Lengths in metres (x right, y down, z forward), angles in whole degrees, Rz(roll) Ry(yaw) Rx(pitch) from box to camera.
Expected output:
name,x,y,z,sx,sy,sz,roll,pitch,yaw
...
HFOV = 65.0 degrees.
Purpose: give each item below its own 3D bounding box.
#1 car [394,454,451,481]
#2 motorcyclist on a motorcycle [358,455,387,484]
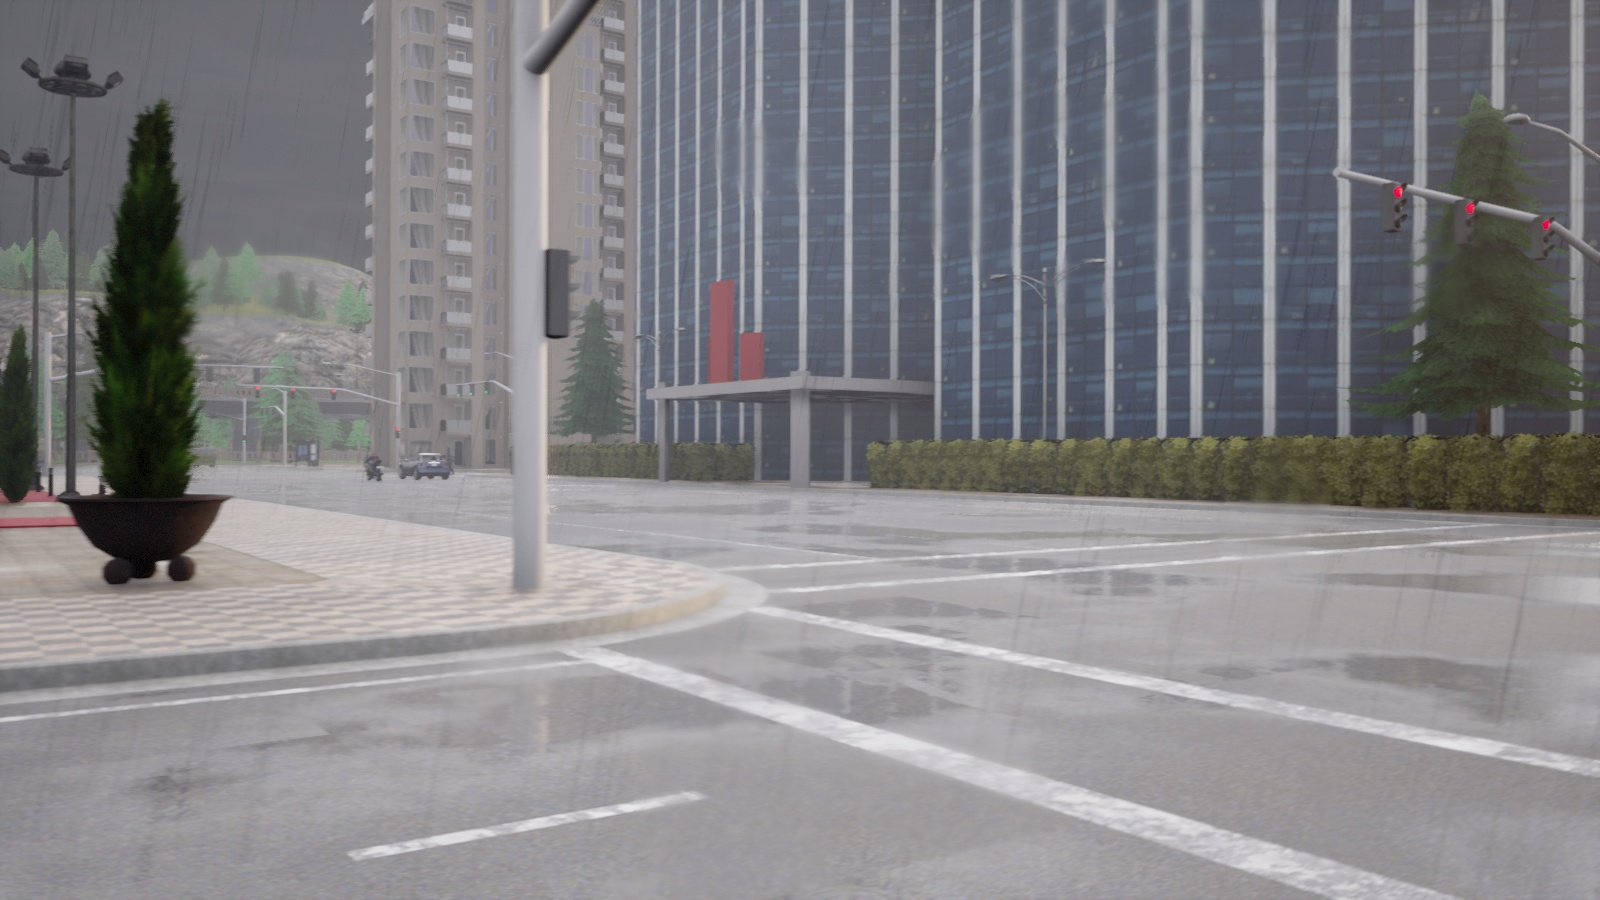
name,x,y,z,sx,sy,sz,roll,pitch,yaw
car,-21.271,0.969,70.729,1.970,1.475,3.806,0,0,-35
motorcyclist on a motorcycle,-22.706,1.025,66.691,0.866,1.530,2.191,0,0,-35
